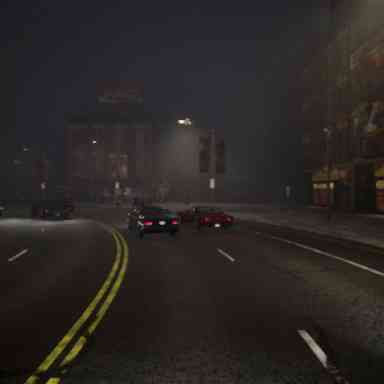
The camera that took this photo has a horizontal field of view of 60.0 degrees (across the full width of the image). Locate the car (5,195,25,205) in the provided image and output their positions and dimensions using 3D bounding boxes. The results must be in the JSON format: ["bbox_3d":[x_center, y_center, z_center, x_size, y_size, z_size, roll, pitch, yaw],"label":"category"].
[{"bbox_3d":[-25.760,1.179,48.409,4.674,1.452,2.002,0,0,20],"label":"car"}]

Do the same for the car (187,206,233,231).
[{"bbox_3d":[0.551,1.462,19.617,1.895,1.301,4.718,0,0,-21],"label":"car"}]

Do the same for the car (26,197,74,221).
[{"bbox_3d":[-11.123,1.343,25.824,1.812,1.442,4.674,0,0,-39],"label":"car"}]

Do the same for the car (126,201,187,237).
[{"bbox_3d":[-2.174,1.425,17.250,2.033,1.411,5.357,0,0,-19],"label":"car"}]

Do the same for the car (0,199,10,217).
[{"bbox_3d":[-17.124,1.408,27.345,4.718,1.301,1.895,0,1,42],"label":"car"}]

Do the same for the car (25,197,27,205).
[{"bbox_3d":[-20.456,1.269,46.240,4.718,1.301,1.895,0,0,30],"label":"car"}]
